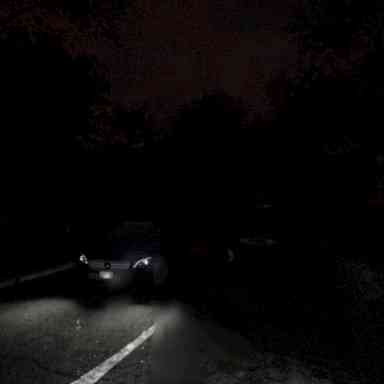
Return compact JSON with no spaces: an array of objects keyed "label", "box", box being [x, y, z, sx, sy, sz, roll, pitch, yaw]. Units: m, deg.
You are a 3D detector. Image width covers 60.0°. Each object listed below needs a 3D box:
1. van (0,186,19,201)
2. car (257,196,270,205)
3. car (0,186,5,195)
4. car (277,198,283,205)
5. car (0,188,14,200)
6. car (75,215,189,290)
[{"label":"van","box":[-23.291,0.345,39.781,4.442,1.987,1.878,2,1,-35]},{"label":"car","box":[11.973,1.363,55.378,2.128,1.511,4.902,1,1,12]},{"label":"car","box":[-34.249,-0.288,55.812,4.674,1.452,2.002,2,1,-35]},{"label":"car","box":[15.451,1.452,55.519,1.812,1.442,4.674,1,1,10]},{"label":"car","box":[-27.915,0.217,46.710,4.792,1.488,2.163,2,1,-35]},{"label":"car","box":[-1.285,1.389,8.988,1.812,1.442,4.674,1,1,11]}]
